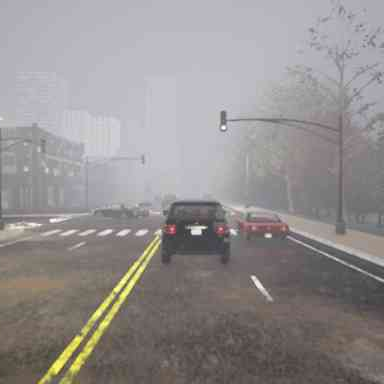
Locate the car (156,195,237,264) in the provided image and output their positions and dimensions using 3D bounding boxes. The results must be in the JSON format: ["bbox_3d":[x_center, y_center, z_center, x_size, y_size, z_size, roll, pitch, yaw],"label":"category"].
[{"bbox_3d":[0.094,1.251,12.170,2.150,2.045,5.566,0,0,-1],"label":"car"}]

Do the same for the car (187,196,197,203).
[{"bbox_3d":[0.070,1.683,73.596,2.128,1.511,4.902,0,0,0],"label":"car"}]

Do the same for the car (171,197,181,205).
[{"bbox_3d":[-3.187,1.676,65.758,1.812,1.442,4.674,0,0,0],"label":"car"}]

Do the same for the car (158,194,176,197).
[{"bbox_3d":[-3.276,1.336,49.457,2.150,2.045,5.566,0,0,1],"label":"car"}]

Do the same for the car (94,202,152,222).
[{"bbox_3d":[-5.837,1.666,27.035,4.718,1.301,1.895,0,0,35],"label":"car"}]

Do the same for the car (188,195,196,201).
[{"bbox_3d":[0.081,1.560,84.015,2.033,1.411,5.357,0,0,0],"label":"car"}]

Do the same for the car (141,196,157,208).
[{"bbox_3d":[-6.531,1.713,48.488,1.895,1.301,4.718,0,0,0],"label":"car"}]

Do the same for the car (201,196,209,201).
[{"bbox_3d":[3.332,1.615,84.042,1.895,1.301,4.718,0,0,0],"label":"car"}]

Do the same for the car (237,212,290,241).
[{"bbox_3d":[3.367,1.642,16.849,1.895,1.301,4.718,0,0,0],"label":"car"}]
